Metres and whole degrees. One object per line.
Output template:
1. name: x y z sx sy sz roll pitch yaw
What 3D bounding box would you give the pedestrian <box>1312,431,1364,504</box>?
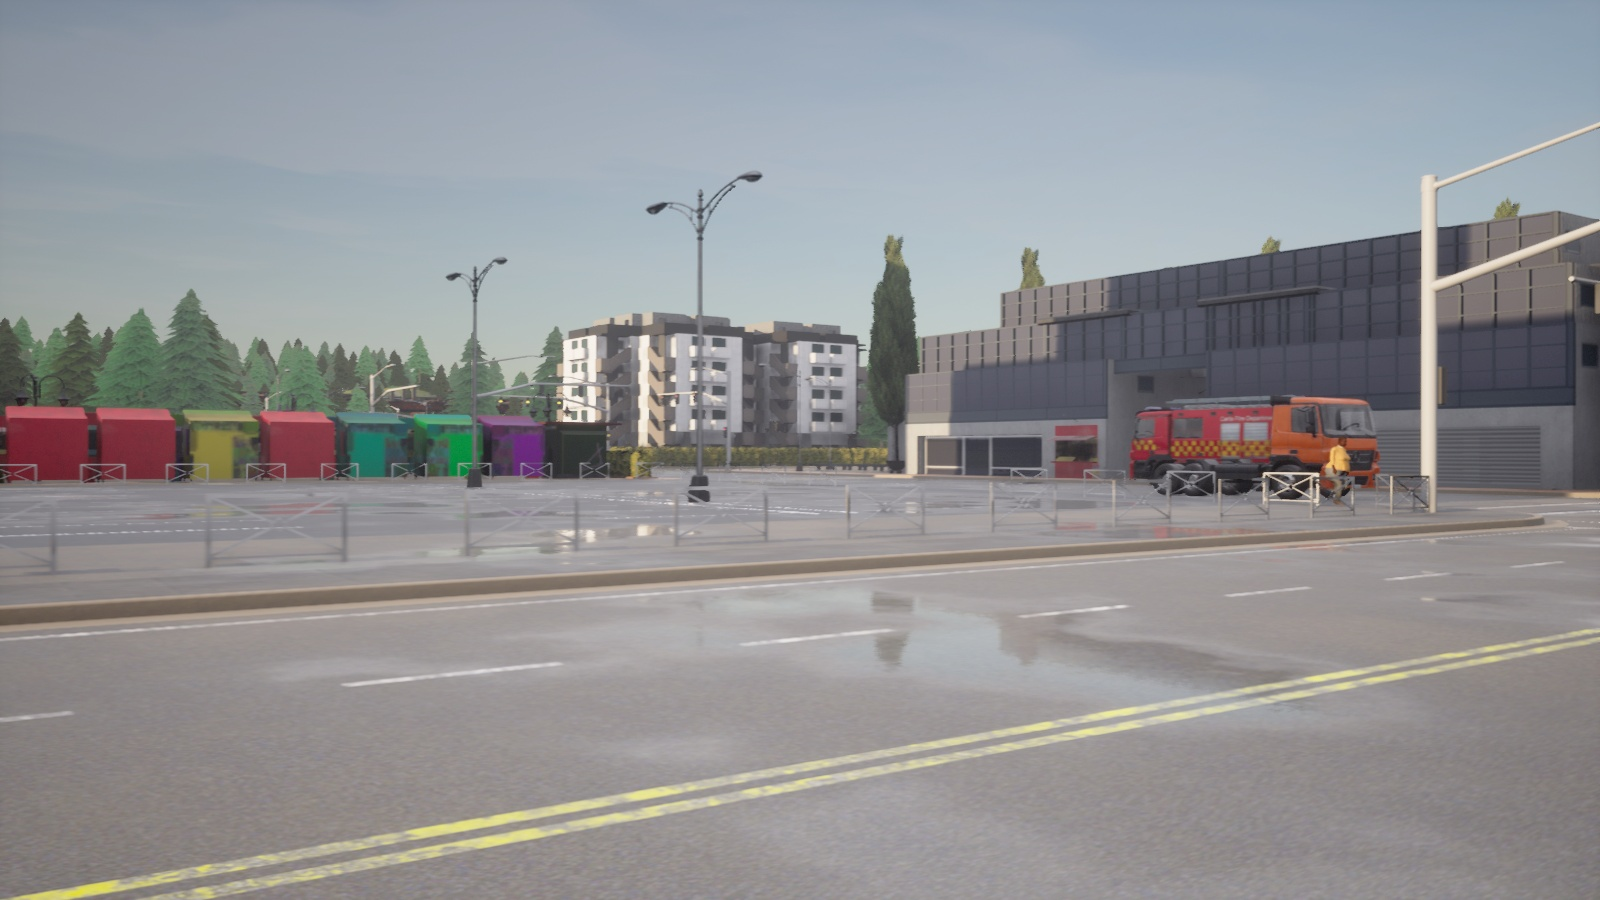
1. pedestrian: 13.945 0.454 32.545 0.874 1.855 0.900 0 0 -36

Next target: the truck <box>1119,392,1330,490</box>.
1. truck: 17.759 -0.327 53.214 2.891 3.827 8.468 0 0 -33

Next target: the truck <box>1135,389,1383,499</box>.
1. truck: 15.685 -0.163 43.621 2.891 3.462 7.936 0 0 -33
